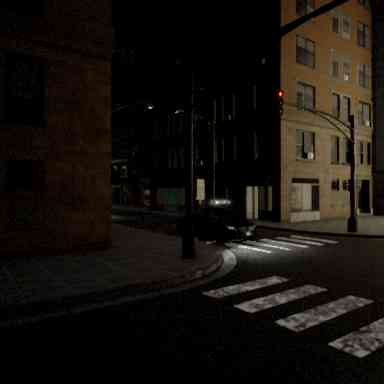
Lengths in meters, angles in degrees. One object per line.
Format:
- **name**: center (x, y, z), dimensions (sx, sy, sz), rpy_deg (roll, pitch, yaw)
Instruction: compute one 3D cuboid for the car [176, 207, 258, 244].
- **car**: center (1.007, 1.459, 15.841), dimensions (1.812, 1.442, 4.674), rpy_deg (0, 0, -36)
